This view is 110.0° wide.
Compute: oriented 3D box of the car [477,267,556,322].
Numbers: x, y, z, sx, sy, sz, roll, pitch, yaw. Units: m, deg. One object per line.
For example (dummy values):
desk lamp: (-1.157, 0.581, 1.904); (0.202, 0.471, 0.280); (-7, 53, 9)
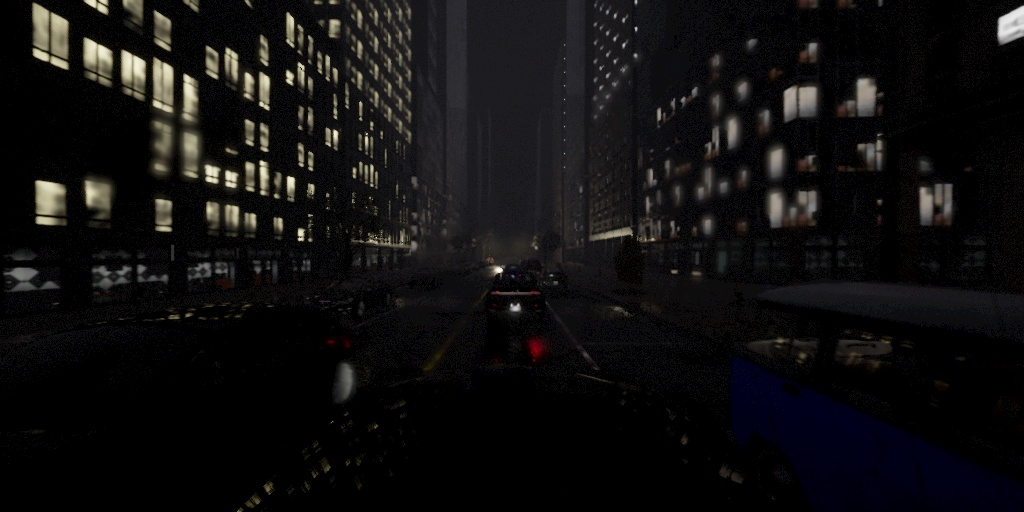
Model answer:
car: (0.106, 1.291, 12.607); (2.128, 1.511, 4.902); (0, 0, 0)

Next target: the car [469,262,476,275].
car: (-5.668, 1.368, 41.338); (1.967, 1.591, 4.097); (0, 0, 0)

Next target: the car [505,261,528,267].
car: (0.104, 1.404, 30.066); (1.812, 1.442, 4.674); (0, 0, 0)

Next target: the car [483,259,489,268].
car: (-5.655, 1.595, 64.073); (1.948, 1.339, 4.313); (0, 0, 0)

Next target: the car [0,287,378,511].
car: (-3.097, 1.262, 3.262); (1.837, 1.490, 4.892); (0, 0, 0)

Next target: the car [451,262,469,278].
car: (-5.672, 1.485, 35.655); (1.802, 1.307, 4.207); (0, 0, 0)

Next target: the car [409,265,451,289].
car: (-5.678, 1.403, 24.288); (2.007, 1.370, 4.403); (0, 0, 0)

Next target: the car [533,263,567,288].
car: (2.703, 1.403, 24.283); (2.007, 1.370, 4.403); (0, 0, 0)

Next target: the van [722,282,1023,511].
van: (2.689, 1.090, 1.549); (1.690, 1.789, 3.998); (0, 0, 0)

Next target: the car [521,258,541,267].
car: (2.716, 1.269, 47.018); (2.192, 1.841, 5.009); (0, 0, 0)

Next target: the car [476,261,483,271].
car: (-5.661, 1.505, 52.536); (1.751, 1.417, 4.829); (0, 0, 0)

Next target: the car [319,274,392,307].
car: (-5.685, 1.351, 12.921); (2.007, 1.370, 4.403); (0, 0, 0)
